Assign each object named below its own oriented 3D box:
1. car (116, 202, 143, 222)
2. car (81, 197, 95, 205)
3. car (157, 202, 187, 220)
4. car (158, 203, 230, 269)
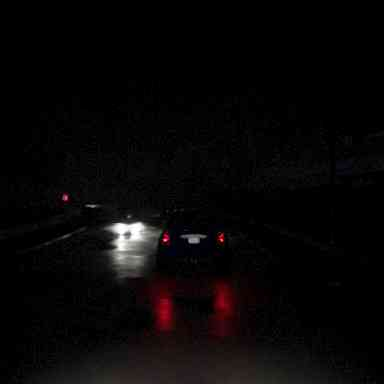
[{"bbox_3d":[-5.166,1.615,27.481,2.128,1.511,4.902,0,0,-10],"label":"car"},{"bbox_3d":[-20.509,1.801,65.610,2.128,1.511,4.902,0,0,-33],"label":"car"},{"bbox_3d":[-1.976,1.686,30.807,2.033,1.411,5.357,0,0,-12],"label":"car"},{"bbox_3d":[0.020,1.403,11.491,2.097,1.767,4.553,0,0,-1],"label":"car"}]
